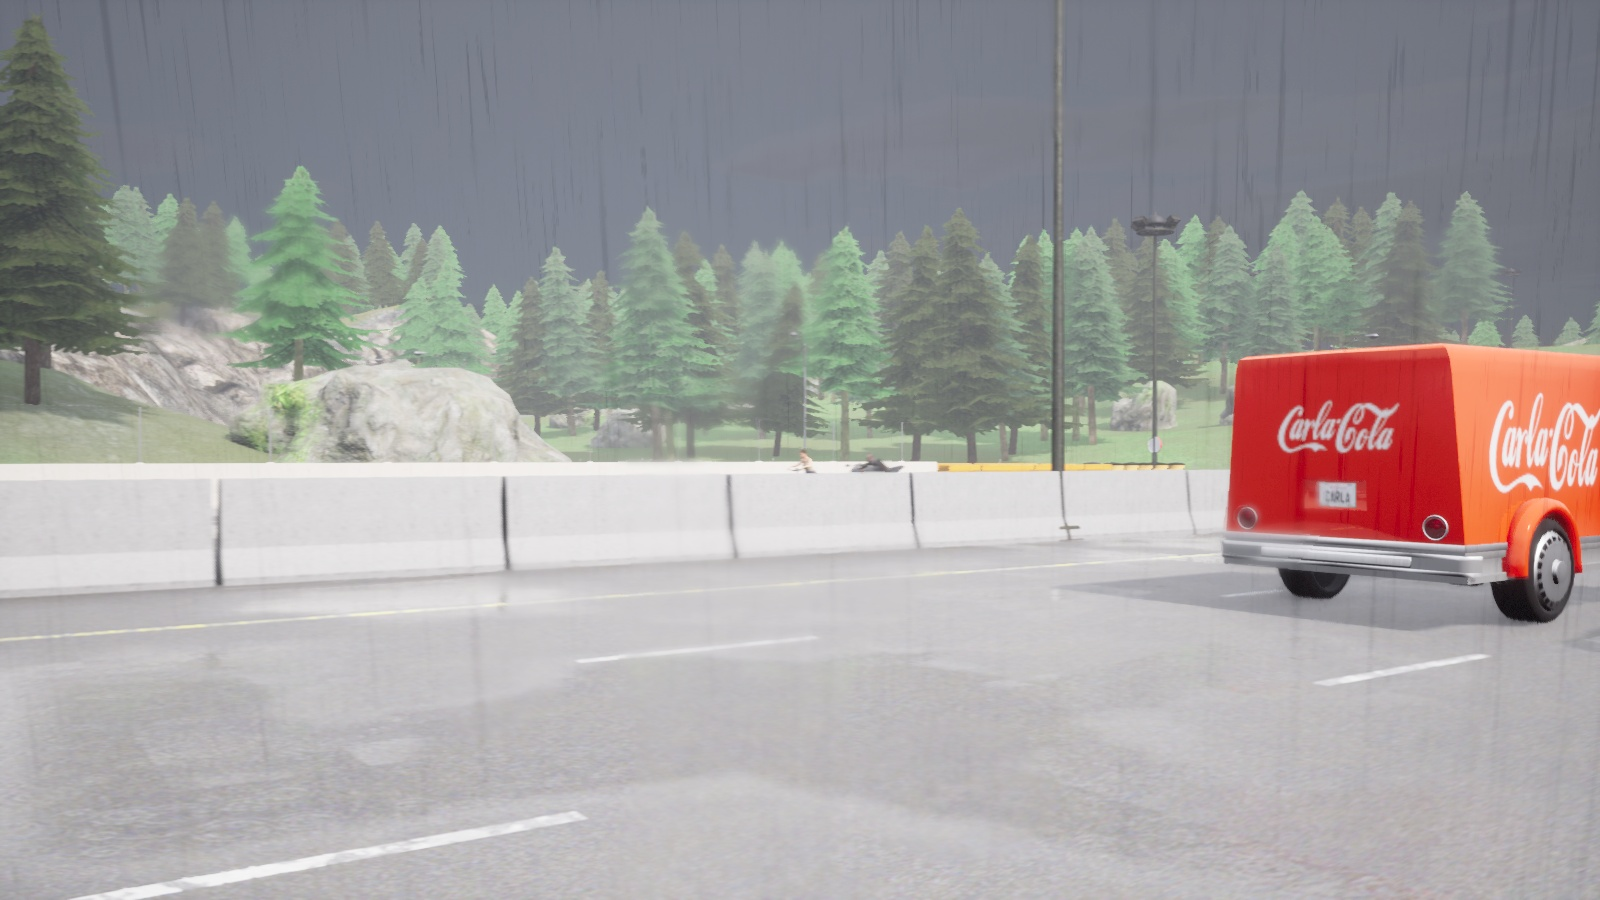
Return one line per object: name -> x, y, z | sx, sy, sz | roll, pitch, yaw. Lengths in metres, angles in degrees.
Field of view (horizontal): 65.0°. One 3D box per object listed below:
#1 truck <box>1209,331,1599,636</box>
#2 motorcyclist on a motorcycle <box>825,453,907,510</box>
truck -> 6.899, 0.275, 12.727 | 5.204, 2.467, 2.627 | 0, 0, -35
motorcyclist on a motorcycle -> 1.832, 0.861, 34.784 | 2.191, 1.530, 0.866 | 0, 0, -35
